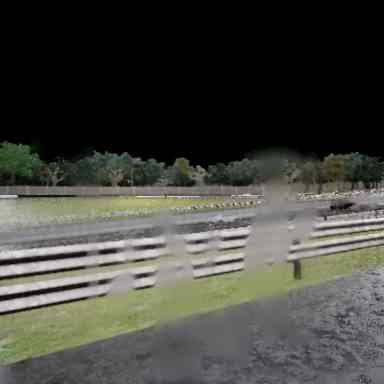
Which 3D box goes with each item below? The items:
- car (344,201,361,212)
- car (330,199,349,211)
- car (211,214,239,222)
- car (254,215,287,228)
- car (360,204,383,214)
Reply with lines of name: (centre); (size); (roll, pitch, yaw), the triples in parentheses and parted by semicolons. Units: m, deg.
car: (29.746, 2.759, 58.887); (4.181, 1.385, 1.994); (-4, 2, -27)
car: (28.197, 2.372, 62.023); (5.566, 2.045, 2.150); (-4, 2, -27)
car: (4.993, 4.010, 50.382); (4.674, 1.442, 1.812); (-4, 2, -27)
car: (10.812, 3.910, 45.471); (4.892, 1.490, 1.837); (-4, 2, -27)
car: (31.314, 2.766, 55.758); (5.357, 1.411, 2.033); (-4, 2, -27)
